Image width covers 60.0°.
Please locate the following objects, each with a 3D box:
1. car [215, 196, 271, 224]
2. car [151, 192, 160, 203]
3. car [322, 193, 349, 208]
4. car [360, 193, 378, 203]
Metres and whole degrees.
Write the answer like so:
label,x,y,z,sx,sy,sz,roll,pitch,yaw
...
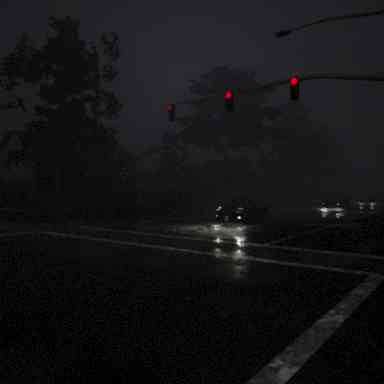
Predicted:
label,x,y,z,sx,sy,sz,roll,pitch,yaw
car,3.523,1.091,22.462,2.097,1.767,4.553,0,1,39
car,-3.212,0.700,40.909,3.806,1.475,1.970,1,1,40
car,16.935,0.893,39.190,2.097,1.767,4.553,0,1,39
car,28.324,0.936,53.251,1.812,1.442,4.674,0,1,39
